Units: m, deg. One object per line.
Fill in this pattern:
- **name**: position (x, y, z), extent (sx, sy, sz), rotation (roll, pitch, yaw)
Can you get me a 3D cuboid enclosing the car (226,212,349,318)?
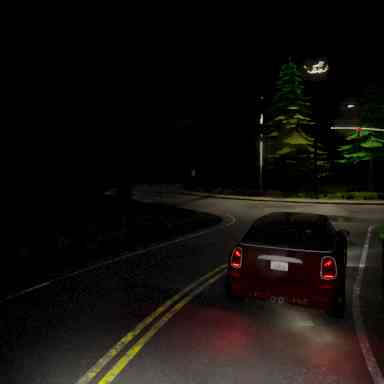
- **car**: position (2.411, 1.238, 7.659), extent (2.097, 1.767, 4.553), rotation (2, 2, 25)
